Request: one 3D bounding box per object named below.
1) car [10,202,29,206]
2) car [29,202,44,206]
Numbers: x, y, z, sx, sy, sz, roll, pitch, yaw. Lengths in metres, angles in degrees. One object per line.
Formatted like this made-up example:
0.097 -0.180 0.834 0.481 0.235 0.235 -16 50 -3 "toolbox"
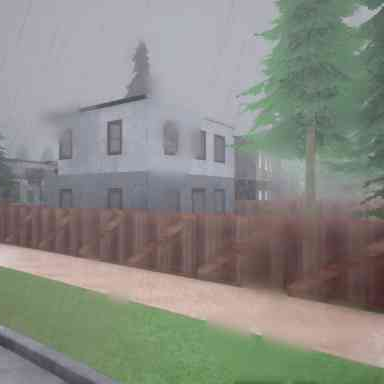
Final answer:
-15.363 1.582 29.328 1.895 1.301 4.718 0 0 28 "car"
-11.244 1.458 29.204 1.882 1.535 5.008 0 0 26 "car"
